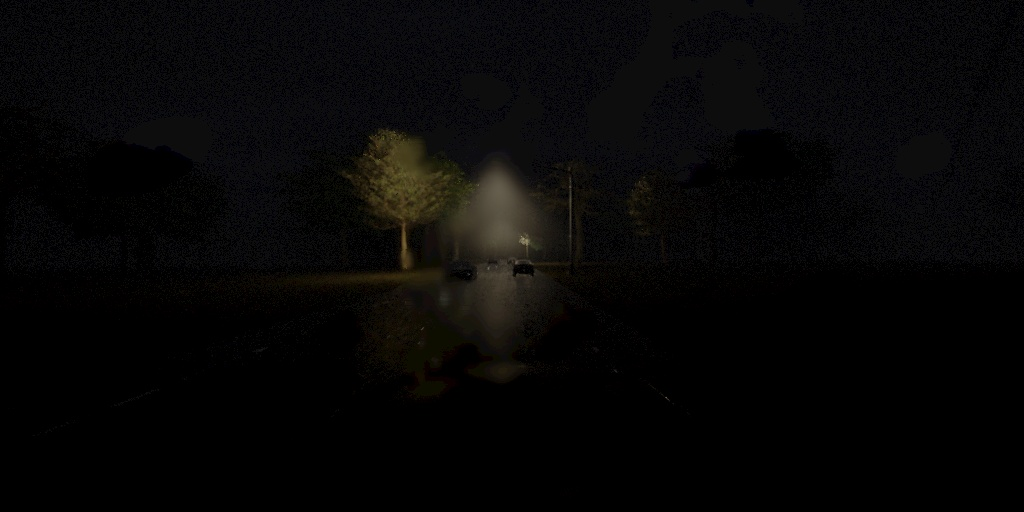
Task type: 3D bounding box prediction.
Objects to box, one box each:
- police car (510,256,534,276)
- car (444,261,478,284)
[{"bbox_3d":[1.057,1.015,33.920,1.930,1.638,5.238,0,0,0],"label":"police car"},{"bbox_3d":[-3.577,1.109,25.523,1.882,1.535,5.008,0,0,0],"label":"car"}]
